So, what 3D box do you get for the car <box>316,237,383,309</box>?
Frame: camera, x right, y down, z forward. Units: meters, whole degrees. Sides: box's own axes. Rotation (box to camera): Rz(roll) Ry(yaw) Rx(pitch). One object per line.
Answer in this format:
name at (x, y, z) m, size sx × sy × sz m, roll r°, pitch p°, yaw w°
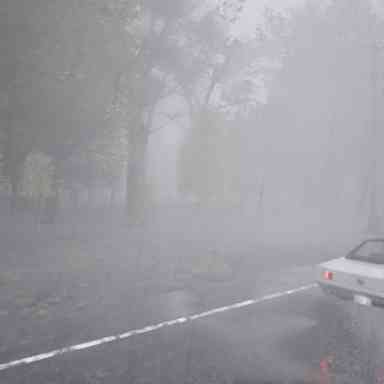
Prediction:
car at (4.851, 1.646, 7.204) m, size 4.718 × 1.301 × 1.895 m, roll 0°, pitch 0°, yaw -35°
